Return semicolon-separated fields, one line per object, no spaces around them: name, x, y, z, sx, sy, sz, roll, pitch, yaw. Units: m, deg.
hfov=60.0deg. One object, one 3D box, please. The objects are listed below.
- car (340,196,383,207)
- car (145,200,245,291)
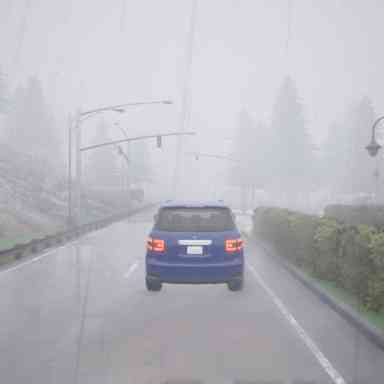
car;16.140;1.384;30.761;5.566;2.045;2.150;0;0;0
car;0.074;1.221;9.144;2.150;2.045;5.566;0;0;0
